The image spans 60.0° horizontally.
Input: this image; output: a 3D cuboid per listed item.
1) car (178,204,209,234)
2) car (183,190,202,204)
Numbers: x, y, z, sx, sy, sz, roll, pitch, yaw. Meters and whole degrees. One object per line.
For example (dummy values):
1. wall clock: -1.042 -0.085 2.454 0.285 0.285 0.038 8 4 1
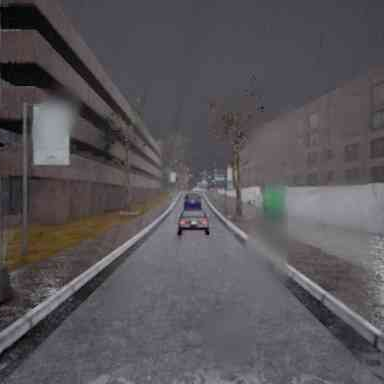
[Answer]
1. car: 0.086 1.718 20.482 2.033 1.411 5.357 0 0 0
2. car: 0.073 1.175 41.881 2.150 2.045 5.566 0 1 0
